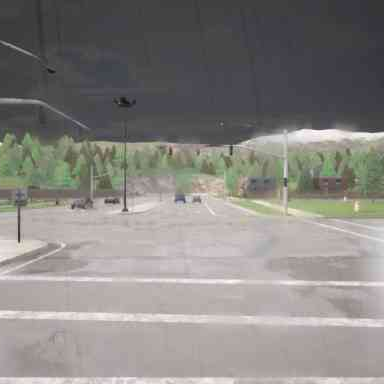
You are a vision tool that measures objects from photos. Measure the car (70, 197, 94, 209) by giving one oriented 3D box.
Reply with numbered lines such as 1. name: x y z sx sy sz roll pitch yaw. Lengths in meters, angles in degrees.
1. car: -14.540 1.505 44.250 1.837 1.490 4.892 0 0 1

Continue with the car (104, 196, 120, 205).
1. car: -14.275 1.477 59.328 1.882 1.535 5.008 0 0 1

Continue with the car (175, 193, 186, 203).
1. car: -2.489 1.223 70.398 2.150 2.045 5.566 0 0 1

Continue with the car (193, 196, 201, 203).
1. car: 1.022 1.547 69.888 2.033 1.411 5.357 0 0 1
